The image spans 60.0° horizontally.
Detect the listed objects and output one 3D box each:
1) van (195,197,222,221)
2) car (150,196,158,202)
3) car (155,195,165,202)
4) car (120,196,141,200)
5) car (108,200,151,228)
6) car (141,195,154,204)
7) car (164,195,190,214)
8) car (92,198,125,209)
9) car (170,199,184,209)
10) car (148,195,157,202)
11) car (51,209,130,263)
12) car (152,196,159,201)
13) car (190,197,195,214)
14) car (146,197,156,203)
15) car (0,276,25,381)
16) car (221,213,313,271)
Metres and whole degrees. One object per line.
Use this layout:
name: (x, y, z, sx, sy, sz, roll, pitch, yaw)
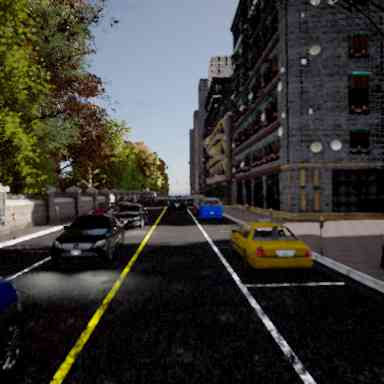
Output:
van: (1.436, 1.352, 27.092, 1.690, 1.788, 3.998, 0, 0, -3)
car: (-9.901, 1.818, 87.533, 1.802, 1.307, 4.206, 0, 0, -3)
car: (-6.454, 1.259, 71.902, 1.882, 1.535, 5.008, -1, 0, -3)
car: (-7.474, 1.445, 37.745, 2.192, 1.841, 5.009, 0, 0, -3)
car: (-4.139, 1.578, 22.681, 1.837, 1.490, 4.892, -1, 0, -3)
car: (-8.553, 1.488, 59.873, 2.192, 1.841, 5.009, 0, 0, -3)
car: (-1.589, 1.409, 35.815, 2.097, 1.767, 4.553, -1, 0, -2)
car: (-6.932, 1.551, 26.680, 1.967, 1.590, 4.097, 0, 0, -3)
car: (-2.134, 1.680, 47.083, 1.895, 1.301, 4.718, -1, 0, -3)
car: (-9.632, 1.662, 82.001, 1.967, 1.590, 4.097, 0, 0, -3)
car: (-3.650, 1.582, 12.449, 1.812, 1.442, 4.674, -1, 0, -3)
car: (-10.163, 1.774, 92.895, 1.752, 1.417, 4.829, 0, 0, -3)
car: (1.167, 1.460, 32.624, 1.967, 1.590, 4.097, 0, 0, -3)
car: (-9.361, 1.775, 76.469, 1.947, 1.339, 4.313, 0, 0, -3)
car: (-3.161, 1.393, 2.418, 2.097, 1.767, 4.553, -1, 0, -3)
car: (2.239, 1.509, 10.664, 1.752, 1.417, 4.829, 0, 0, -3)
